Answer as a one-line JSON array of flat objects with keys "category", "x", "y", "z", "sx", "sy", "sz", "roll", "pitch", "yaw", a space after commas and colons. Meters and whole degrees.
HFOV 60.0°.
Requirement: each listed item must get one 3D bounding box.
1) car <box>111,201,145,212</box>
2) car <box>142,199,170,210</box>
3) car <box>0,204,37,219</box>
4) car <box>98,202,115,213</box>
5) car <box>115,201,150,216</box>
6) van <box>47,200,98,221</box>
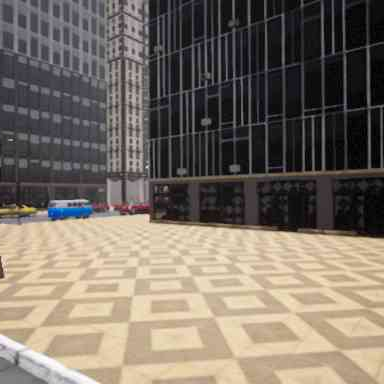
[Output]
[{"category": "car", "x": -8.763, "y": 1.914, "z": 45.744, "sx": 1.887, "sy": 1.381, "sz": 4.507, "roll": -1, "pitch": 0, "yaw": 38}, {"category": "car", "x": -5.369, "y": 1.813, "z": 50.152, "sx": 1.967, "sy": 1.590, "sz": 4.097, "roll": -1, "pitch": 0, "yaw": 38}, {"category": "car", "x": -18.268, "y": 1.891, "z": 33.614, "sx": 1.752, "sy": 1.417, "sz": 4.829, "roll": -1, "pitch": 0, "yaw": 38}, {"category": "car", "x": -12.158, "y": 1.949, "z": 41.335, "sx": 1.802, "sy": 1.307, "sz": 4.206, "roll": -1, "pitch": 0, "yaw": 38}, {"category": "car", "x": -5.916, "y": 1.735, "z": 36.527, "sx": 1.967, "sy": 1.590, "sz": 4.097, "roll": -1, "pitch": 0, "yaw": 38}, {"category": "van", "x": -10.881, "y": 1.633, "z": 29.900, "sx": 1.690, "sy": 1.788, "sz": 3.998, "roll": -1, "pitch": 0, "yaw": 38}]
